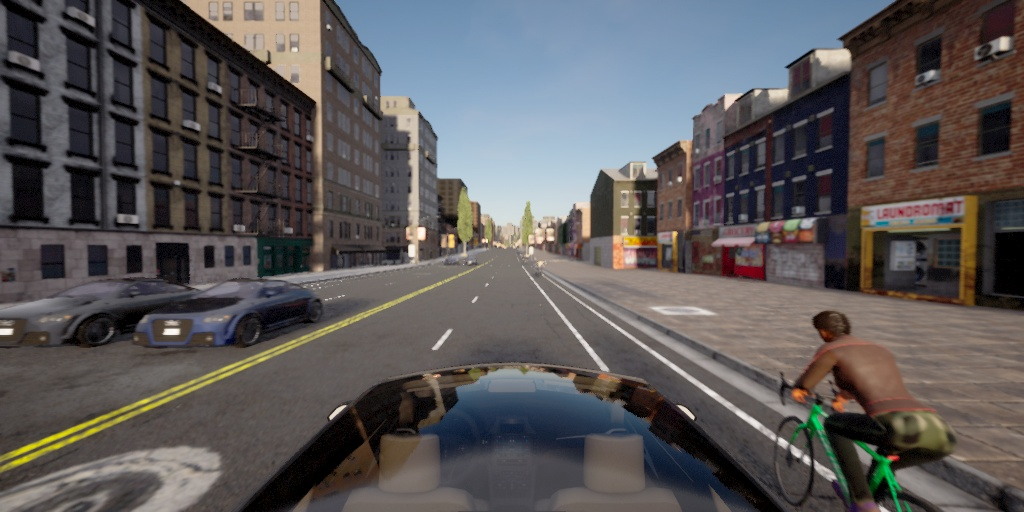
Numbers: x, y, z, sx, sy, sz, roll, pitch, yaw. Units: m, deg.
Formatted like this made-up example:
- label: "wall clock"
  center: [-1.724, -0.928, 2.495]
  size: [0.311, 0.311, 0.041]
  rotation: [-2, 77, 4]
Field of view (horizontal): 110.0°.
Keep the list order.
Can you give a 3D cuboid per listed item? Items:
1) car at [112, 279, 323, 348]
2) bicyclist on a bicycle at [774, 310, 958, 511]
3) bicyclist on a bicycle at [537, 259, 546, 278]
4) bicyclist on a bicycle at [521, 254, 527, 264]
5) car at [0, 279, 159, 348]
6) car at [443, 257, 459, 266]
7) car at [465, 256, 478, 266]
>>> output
- label: "car"
  center: [-6.601, 1.277, 8.950]
  size: [1.994, 1.385, 4.181]
  rotation: [0, 0, 0]
- label: "bicyclist on a bicycle"
  center: [2.276, 1.210, 2.422]
  size: [0.582, 1.620, 1.656]
  rotation: [0, 2, 2]
- label: "bicyclist on a bicycle"
  center: [2.451, 1.037, 30.698]
  size: [0.866, 1.612, 1.509]
  rotation: [5, 3, 14]
- label: "bicyclist on a bicycle"
  center: [2.280, 0.622, 60.487]
  size: [0.659, 1.776, 1.843]
  rotation: [1, 2, 2]
- label: "car"
  center: [-9.852, 1.277, 8.958]
  size: [1.994, 1.385, 4.181]
  rotation: [0, 0, 0]
- label: "car"
  center: [-9.760, 0.837, 57.903]
  size: [1.994, 1.385, 4.181]
  rotation: [0, 1, 0]
- label: "car"
  center: [-6.510, 0.761, 57.902]
  size: [2.128, 1.511, 4.902]
  rotation: [0, 1, 0]
